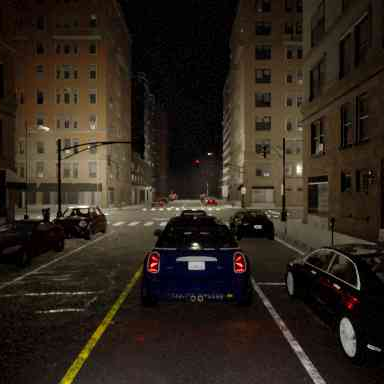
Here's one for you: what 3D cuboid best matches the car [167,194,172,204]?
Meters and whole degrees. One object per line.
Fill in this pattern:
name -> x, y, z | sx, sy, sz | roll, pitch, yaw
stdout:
car -> -5.460, 1.607, 64.584 | 2.008, 1.369, 4.403 | 0, 0, 0

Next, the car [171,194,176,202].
car -> -5.393, 1.626, 80.640 | 1.752, 1.417, 4.829 | 0, 0, 0

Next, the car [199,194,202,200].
car -> 3.109, 1.524, 75.369 | 1.967, 1.590, 4.097 | 0, 0, 0

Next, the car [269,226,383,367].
car -> 2.867, 1.551, 5.641 | 2.008, 1.369, 4.403 | 0, 0, 0

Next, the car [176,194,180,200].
car -> -5.347, 1.457, 91.627 | 2.192, 1.841, 5.009 | 0, 0, 0

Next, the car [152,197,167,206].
car -> -5.507, 1.618, 53.767 | 1.802, 1.307, 4.206 | 0, 0, 0

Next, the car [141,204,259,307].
car -> 0.097, 1.352, 8.131 | 2.097, 1.767, 4.553 | 0, 0, 0

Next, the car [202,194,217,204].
car -> 3.018, 1.476, 53.734 | 1.967, 1.590, 4.097 | 0, 0, 0

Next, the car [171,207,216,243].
car -> 0.084, 1.565, 16.714 | 1.994, 1.385, 4.181 | 0, 0, 0

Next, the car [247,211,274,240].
car -> 2.894, 1.567, 16.644 | 1.947, 1.339, 4.313 | 0, 0, 0

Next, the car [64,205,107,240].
car -> -5.631, 1.441, 16.665 | 1.967, 1.590, 4.097 | 0, 0, 0

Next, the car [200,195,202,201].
car -> 3.065, 1.607, 64.551 | 2.008, 1.369, 4.403 | 0, 0, 0

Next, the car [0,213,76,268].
car -> -5.645, 1.582, 11.163 | 1.802, 1.307, 4.206 | 0, 0, 0
